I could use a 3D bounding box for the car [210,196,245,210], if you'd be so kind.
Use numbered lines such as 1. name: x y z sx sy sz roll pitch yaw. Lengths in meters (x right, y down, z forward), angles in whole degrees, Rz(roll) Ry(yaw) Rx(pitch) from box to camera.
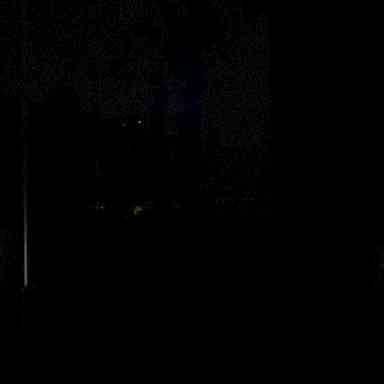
1. car: 3.723 1.146 36.809 1.967 1.590 4.097 0 0 35

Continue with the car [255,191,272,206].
1. car: 10.240 0.945 46.098 2.192 1.841 5.009 -1 0 35

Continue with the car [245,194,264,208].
1. car: 6.983 1.249 41.454 1.802 1.307 4.206 -1 0 35

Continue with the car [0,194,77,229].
1. car: -10.532 1.124 21.104 2.150 2.045 5.566 -1 0 35

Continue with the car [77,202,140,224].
1. car: -6.055 1.385 22.874 2.008 1.369 4.403 0 0 35

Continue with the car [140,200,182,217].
1. car: -2.698 1.314 27.658 1.752 1.417 4.829 0 0 35

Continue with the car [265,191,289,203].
1. car: 14.558 0.820 56.689 2.150 2.045 5.566 -1 0 35
